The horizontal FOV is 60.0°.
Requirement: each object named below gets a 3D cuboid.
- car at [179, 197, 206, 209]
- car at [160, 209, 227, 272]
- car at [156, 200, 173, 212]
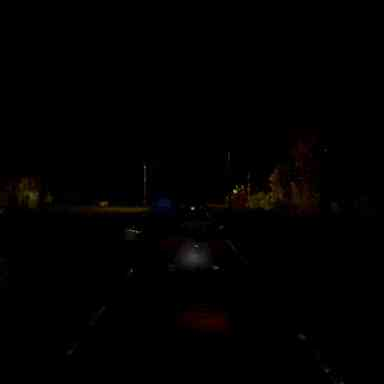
[{"bbox_3d":[0.082,1.464,29.265,2.150,2.045,5.566,0,-1,0],"label":"car"},{"bbox_3d":[0.067,1.570,11.128,1.882,1.535,5.008,0,0,0],"label":"car"},{"bbox_3d":[-3.597,1.852,44.278,1.882,1.535,5.008,0,0,0],"label":"car"}]
